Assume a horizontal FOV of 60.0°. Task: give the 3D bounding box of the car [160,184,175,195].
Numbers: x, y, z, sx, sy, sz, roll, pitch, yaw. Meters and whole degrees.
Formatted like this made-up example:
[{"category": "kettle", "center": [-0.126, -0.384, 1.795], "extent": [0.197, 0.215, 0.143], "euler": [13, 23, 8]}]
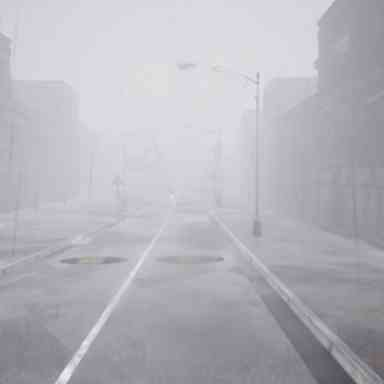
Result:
[{"category": "car", "center": [-3.684, -0.400, 50.658], "extent": [1.837, 1.490, 4.892], "euler": [0, 4, 0]}]
